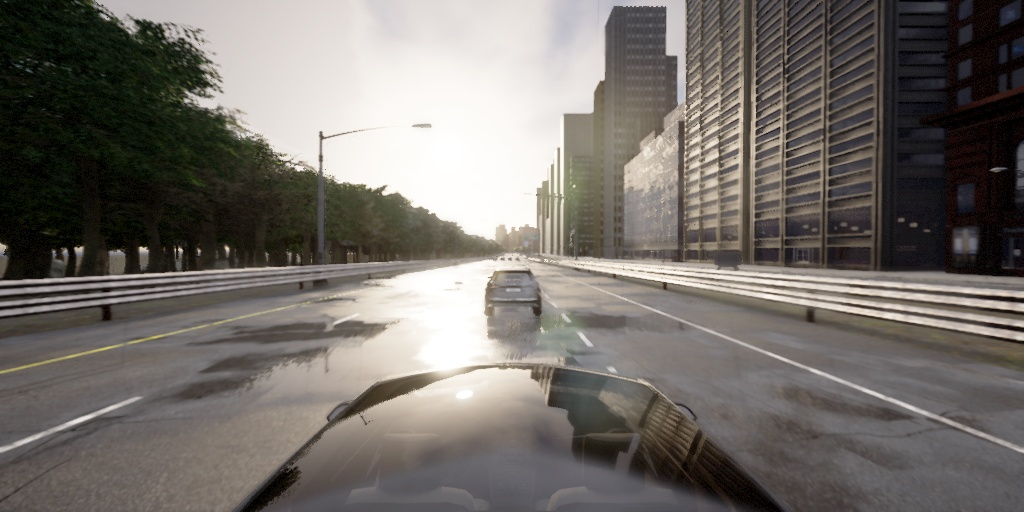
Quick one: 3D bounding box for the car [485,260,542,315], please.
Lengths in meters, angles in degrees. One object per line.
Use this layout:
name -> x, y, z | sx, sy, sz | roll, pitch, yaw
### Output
car -> 0.028, 1.138, 13.642 | 2.033, 1.649, 4.856 | 0, 0, 0
